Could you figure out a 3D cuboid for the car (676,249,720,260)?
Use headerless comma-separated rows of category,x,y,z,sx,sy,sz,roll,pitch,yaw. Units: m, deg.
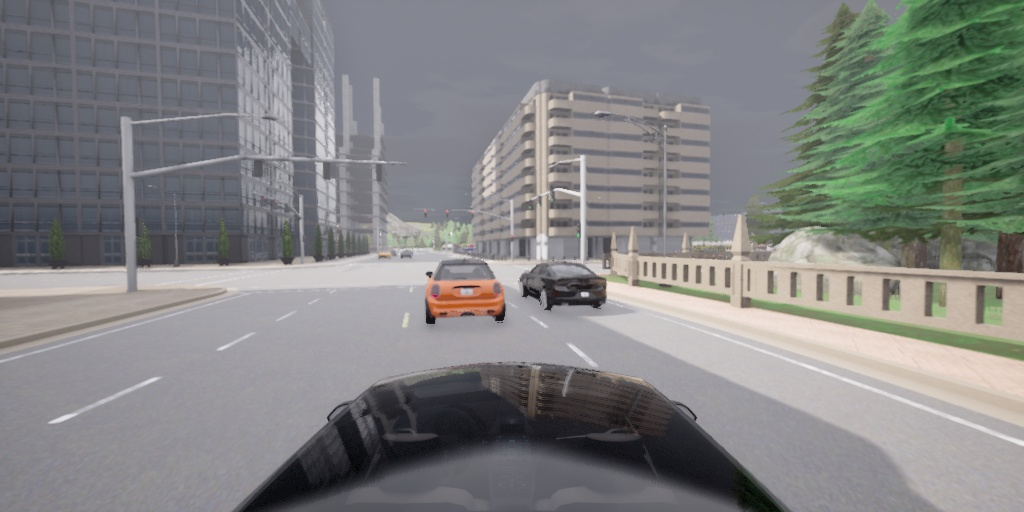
car,21.176,0.008,40.001,4.553,1.767,2.097,-1,2,-15

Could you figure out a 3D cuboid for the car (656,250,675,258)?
car,19.303,0.074,43.127,4.902,1.511,2.128,-1,2,-15

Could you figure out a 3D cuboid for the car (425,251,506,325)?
car,-1.570,0.861,11.114,2.097,1.767,4.553,-1,2,-12

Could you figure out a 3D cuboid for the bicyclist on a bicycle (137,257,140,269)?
bicyclist on a bicycle,-35.439,0.470,33.573,0.582,1.620,1.656,-1,2,-15

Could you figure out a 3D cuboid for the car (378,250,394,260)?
car,-21.642,-0.224,61.013,1.882,1.535,5.008,-1,2,-14

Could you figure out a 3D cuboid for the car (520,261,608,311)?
car,1.620,0.917,12.954,1.882,1.535,5.008,-1,2,-12

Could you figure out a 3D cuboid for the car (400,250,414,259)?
car,-18.256,-0.242,61.899,1.837,1.490,4.892,-1,2,-14
